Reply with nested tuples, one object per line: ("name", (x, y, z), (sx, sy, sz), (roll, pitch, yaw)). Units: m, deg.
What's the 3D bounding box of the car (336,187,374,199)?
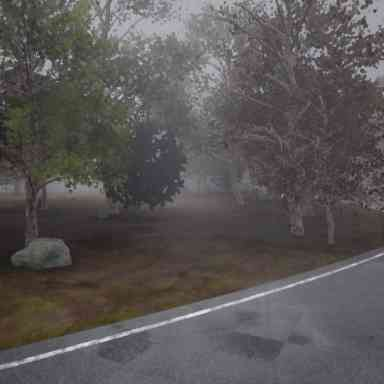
("car", (16.916, 0.094, 34.783), (2.128, 1.511, 4.902), (-4, 3, -13))
